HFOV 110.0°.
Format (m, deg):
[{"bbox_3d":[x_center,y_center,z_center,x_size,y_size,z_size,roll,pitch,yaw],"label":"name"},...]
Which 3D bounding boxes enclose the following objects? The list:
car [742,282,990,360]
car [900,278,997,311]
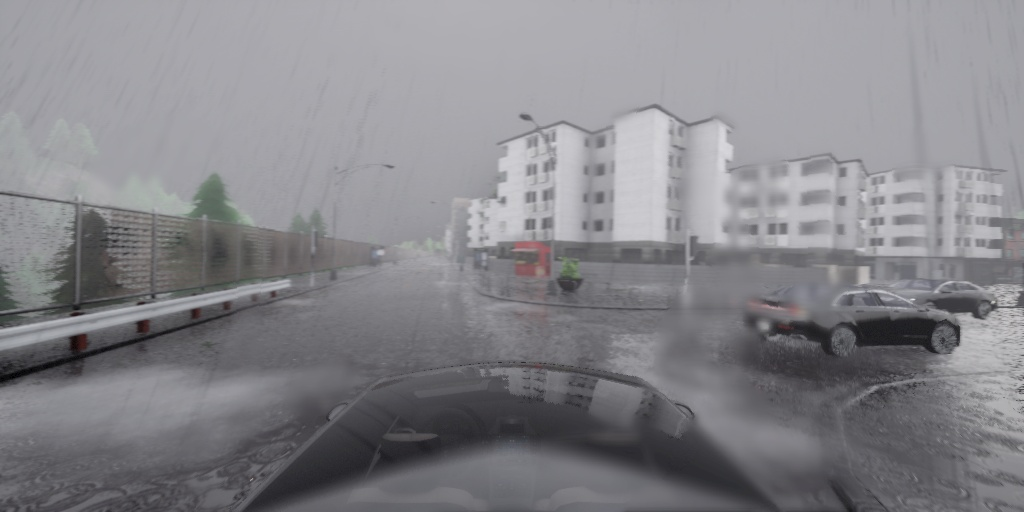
[{"bbox_3d":[8.114,1.448,8.639,4.902,1.511,2.128,2,0,-12],"label":"car"},{"bbox_3d":[16.837,1.670,14.532,4.902,1.511,2.128,1,0,-11],"label":"car"}]
